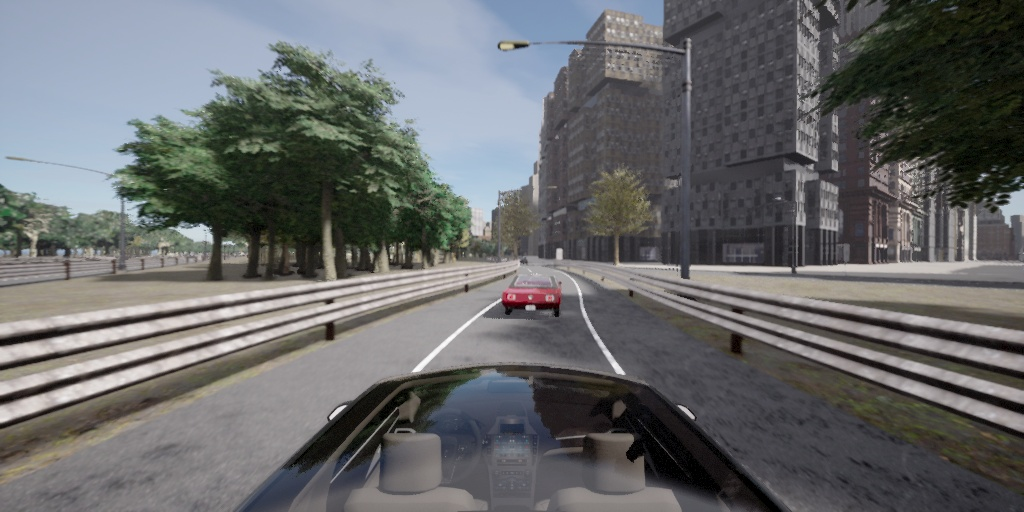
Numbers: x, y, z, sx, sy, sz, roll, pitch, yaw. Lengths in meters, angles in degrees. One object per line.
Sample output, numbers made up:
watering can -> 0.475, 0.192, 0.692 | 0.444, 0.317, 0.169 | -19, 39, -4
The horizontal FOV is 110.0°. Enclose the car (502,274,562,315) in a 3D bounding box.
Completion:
car -> 0.906, 1.321, 13.395 | 1.895, 1.301, 4.718 | 0, 0, 8
